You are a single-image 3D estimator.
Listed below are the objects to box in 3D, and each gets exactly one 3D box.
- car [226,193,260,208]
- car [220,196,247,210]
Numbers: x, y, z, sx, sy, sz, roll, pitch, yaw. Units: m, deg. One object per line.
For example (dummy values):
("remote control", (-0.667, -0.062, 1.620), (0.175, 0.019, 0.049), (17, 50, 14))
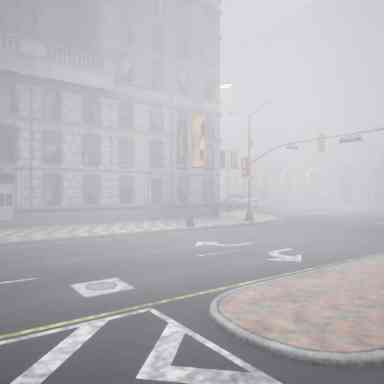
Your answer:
("car", (6.866, 1.220, 46.370), (2.150, 2.045, 5.566), (0, 0, -37))
("car", (4.695, 1.563, 43.405), (1.994, 1.385, 4.181), (0, 0, -36))
